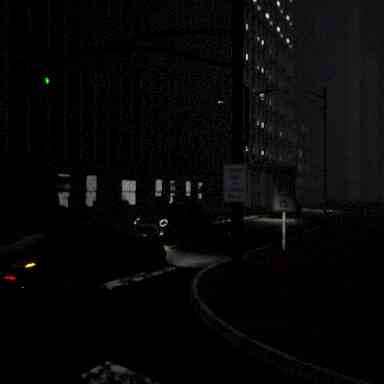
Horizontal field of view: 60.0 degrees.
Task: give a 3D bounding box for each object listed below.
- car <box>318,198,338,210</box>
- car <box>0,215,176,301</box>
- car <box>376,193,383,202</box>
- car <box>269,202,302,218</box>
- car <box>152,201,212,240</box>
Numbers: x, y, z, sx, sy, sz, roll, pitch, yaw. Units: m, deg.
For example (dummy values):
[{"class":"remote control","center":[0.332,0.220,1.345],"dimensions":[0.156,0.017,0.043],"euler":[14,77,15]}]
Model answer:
[{"class":"car","center":[18.834,1.662,46.023],"dimensions":[1.837,1.490,4.892],"euler":[0,0,34]},{"class":"car","center":[-2.600,1.517,8.408],"dimensions":[1.812,1.442,4.674],"euler":[0,0,34]},{"class":"car","center":[46.690,1.691,82.448],"dimensions":[1.837,1.490,4.892],"euler":[0,0,34]},{"class":"car","center":[8.801,1.533,31.126],"dimensions":[1.882,1.535,5.008],"euler":[0,0,34]},{"class":"car","center":[-0.871,1.363,16.607],"dimensions":[2.097,1.767,4.553],"euler":[0,0,34]}]
